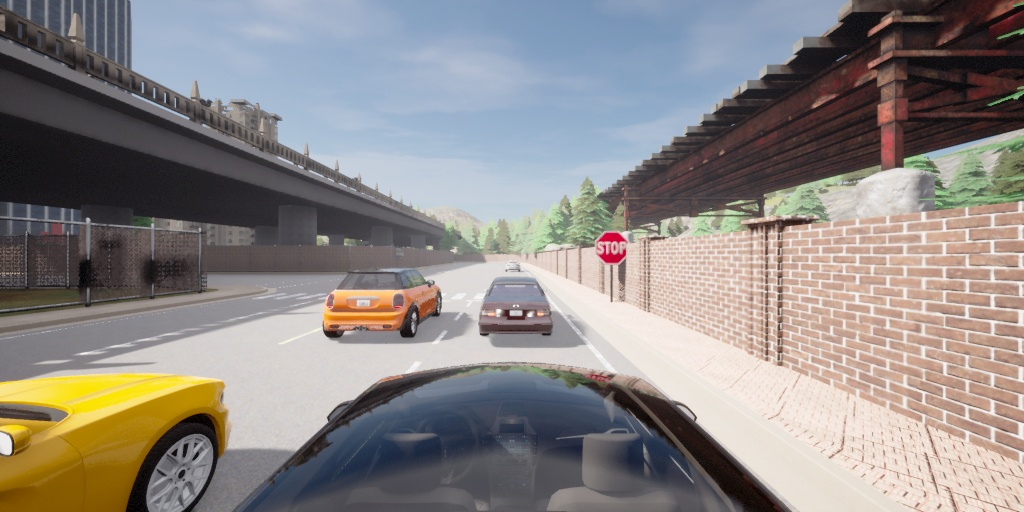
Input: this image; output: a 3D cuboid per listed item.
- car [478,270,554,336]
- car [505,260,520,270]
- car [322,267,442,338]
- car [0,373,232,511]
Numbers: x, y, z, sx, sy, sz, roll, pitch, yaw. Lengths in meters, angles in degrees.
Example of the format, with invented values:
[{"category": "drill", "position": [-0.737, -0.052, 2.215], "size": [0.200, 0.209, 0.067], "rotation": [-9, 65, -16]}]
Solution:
[{"category": "car", "position": [0.088, 1.297, 10.369], "size": [2.033, 1.411, 5.357], "rotation": [0, 0, 0]}, {"category": "car", "position": [0.113, 1.276, 46.246], "size": [1.812, 1.442, 4.674], "rotation": [0, 0, -1]}, {"category": "car", "position": [-3.413, 1.102, 10.350], "size": [2.097, 1.767, 4.553], "rotation": [0, 0, 0]}, {"category": "car", "position": [-3.397, 1.228, 1.092], "size": [1.882, 1.535, 5.008], "rotation": [0, 0, 0]}]
